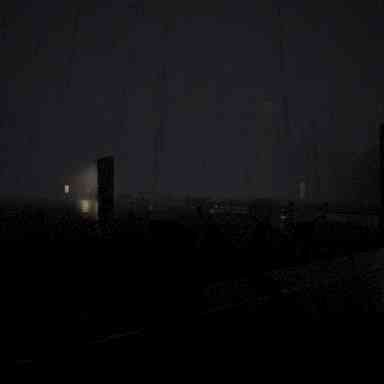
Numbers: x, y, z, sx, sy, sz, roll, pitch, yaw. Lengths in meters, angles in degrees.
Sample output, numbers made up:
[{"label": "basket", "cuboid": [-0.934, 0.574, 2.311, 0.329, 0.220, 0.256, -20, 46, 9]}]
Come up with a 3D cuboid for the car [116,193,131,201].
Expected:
[{"label": "car", "cuboid": [-13.465, 0.879, 66.055, 1.882, 1.535, 5.008, -1, 1, -36]}]

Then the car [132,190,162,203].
[{"label": "car", "cuboid": [-6.883, 0.784, 52.009, 2.150, 2.045, 5.566, -1, 2, -35]}]

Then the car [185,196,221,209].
[{"label": "car", "cuboid": [1.247, 1.255, 40.643, 2.033, 1.411, 5.357, -1, 1, -36]}]

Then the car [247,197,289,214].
[{"label": "car", "cuboid": [7.421, 1.312, 32.035, 1.837, 1.490, 4.892, -1, 1, -36]}]
